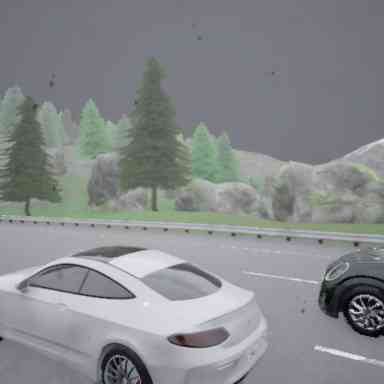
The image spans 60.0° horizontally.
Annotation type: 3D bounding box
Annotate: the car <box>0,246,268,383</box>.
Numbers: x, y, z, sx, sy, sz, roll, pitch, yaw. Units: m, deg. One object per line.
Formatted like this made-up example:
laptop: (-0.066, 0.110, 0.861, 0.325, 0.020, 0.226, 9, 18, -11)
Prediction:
car: (-1.268, 1.531, 4.788, 4.674, 1.442, 1.812, 0, 0, 34)

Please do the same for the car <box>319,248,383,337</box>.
car: (4.404, 1.314, 5.078, 4.553, 1.767, 2.097, 0, 0, 36)
